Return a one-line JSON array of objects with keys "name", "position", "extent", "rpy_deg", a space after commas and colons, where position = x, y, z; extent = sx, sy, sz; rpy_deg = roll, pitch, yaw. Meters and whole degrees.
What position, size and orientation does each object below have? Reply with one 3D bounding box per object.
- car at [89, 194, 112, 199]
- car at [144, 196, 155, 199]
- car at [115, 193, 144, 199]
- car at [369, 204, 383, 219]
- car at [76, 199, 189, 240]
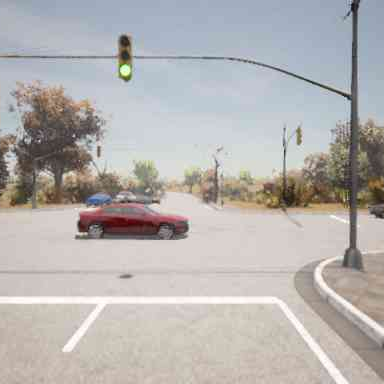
[{"name": "car", "position": [-10.607, 0.968, 38.224], "extent": [1.882, 1.535, 5.008], "rpy_deg": [0, 0, 0]}, {"name": "car", "position": [-7.089, 1.218, 48.888], "extent": [1.994, 1.385, 4.181], "rpy_deg": [0, -1, 0]}, {"name": "car", "position": [-7.099, 1.089, 37.862], "extent": [1.895, 1.301, 4.718], "rpy_deg": [0, 0, 0]}, {"name": "car", "position": [14.939, 1.108, 23.160], "extent": [4.674, 1.442, 1.812], "rpy_deg": [-1, 1, 13]}, {"name": "car", "position": [-2.653, 1.265, 15.128], "extent": [5.008, 1.535, 1.882], "rpy_deg": [0, 1, 4]}]
